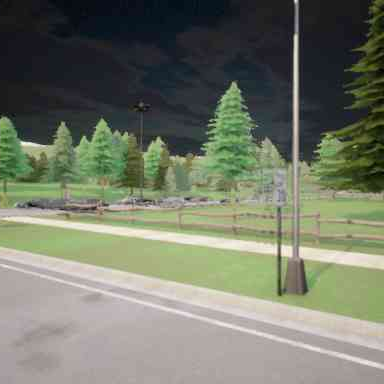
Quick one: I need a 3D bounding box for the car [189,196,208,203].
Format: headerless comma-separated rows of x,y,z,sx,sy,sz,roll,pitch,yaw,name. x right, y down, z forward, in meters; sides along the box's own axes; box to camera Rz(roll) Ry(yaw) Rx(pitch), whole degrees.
1.413,1.471,66.667,2.128,1.511,4.902,0,0,35,car

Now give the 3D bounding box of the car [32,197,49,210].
-16.794,1.508,40.934,1.994,1.385,4.181,0,0,35,car

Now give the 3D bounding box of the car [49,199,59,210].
-13.607,1.497,39.390,2.033,1.411,5.357,0,0,35,car

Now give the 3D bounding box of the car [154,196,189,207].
-2.961,1.479,48.423,1.812,1.442,4.674,0,0,35,car

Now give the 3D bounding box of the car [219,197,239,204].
7.140,1.556,62.641,2.033,1.411,5.357,0,0,35,car

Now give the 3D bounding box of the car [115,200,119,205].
-10.729,1.464,55.536,1.812,1.442,4.674,0,0,36,car

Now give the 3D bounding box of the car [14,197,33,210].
-20.032,1.431,42.414,2.128,1.511,4.902,0,0,35,car

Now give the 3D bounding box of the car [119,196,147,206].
-8.614,1.421,52.519,1.882,1.535,5.008,0,0,35,car

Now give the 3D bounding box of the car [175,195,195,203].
-1.450,1.467,68.680,1.812,1.442,4.674,0,0,35,car

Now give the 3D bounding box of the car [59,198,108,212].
-11.479,1.460,36.330,1.837,1.490,4.892,0,0,35,car

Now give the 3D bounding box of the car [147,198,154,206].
-4.110,1.496,52.850,2.033,1.411,5.357,0,0,36,car
